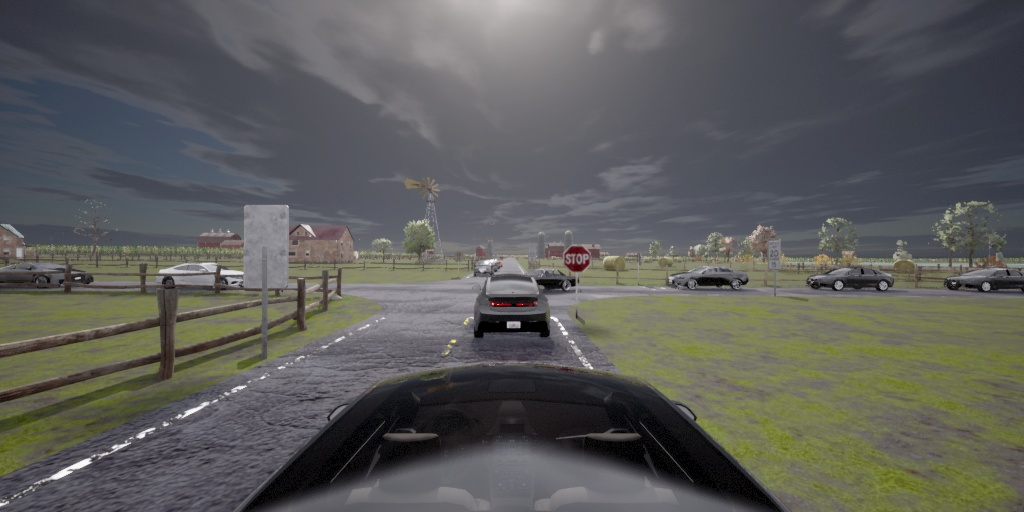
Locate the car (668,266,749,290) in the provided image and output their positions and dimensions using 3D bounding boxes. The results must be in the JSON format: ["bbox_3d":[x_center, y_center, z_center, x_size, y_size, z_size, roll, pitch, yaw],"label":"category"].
[{"bbox_3d":[12.808,1.397,23.508,4.902,1.511,2.128,1,-1,-2],"label":"car"}]

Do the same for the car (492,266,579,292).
[{"bbox_3d":[1.507,1.369,20.284,4.718,1.301,1.895,1,0,-35],"label":"car"}]

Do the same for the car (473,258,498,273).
[{"bbox_3d":[-2.843,1.243,36.927,2.128,1.511,4.902,0,0,0],"label":"car"}]

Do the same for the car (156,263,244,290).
[{"bbox_3d":[-17.236,1.103,20.203,4.674,1.442,1.812,1,-1,-1],"label":"car"}]

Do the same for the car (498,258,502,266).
[{"bbox_3d":[-2.832,1.241,46.373,2.128,1.511,4.902,0,0,0],"label":"car"}]

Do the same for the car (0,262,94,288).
[{"bbox_3d":[-26.356,1.048,20.086,4.181,1.385,1.994,1,-1,-1],"label":"car"}]

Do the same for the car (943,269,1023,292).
[{"bbox_3d":[31.712,1.587,23.791,4.892,1.490,1.837,1,-1,-1],"label":"car"}]

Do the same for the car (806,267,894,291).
[{"bbox_3d":[22.209,1.499,23.674,4.892,1.490,1.837,1,-1,-1],"label":"car"}]

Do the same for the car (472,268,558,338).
[{"bbox_3d":[-0.070,1.256,10.239,1.837,1.490,4.892,0,0,-3],"label":"car"}]
